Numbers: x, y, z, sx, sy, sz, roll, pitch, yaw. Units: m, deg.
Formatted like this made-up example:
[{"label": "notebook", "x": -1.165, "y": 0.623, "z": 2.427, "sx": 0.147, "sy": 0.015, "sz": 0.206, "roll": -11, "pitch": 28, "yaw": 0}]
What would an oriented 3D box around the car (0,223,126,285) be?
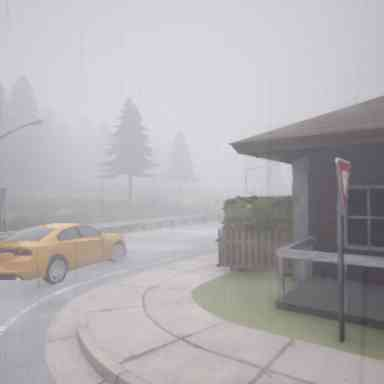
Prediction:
[{"label": "car", "x": -3.959, "y": 1.698, "z": 10.445, "sx": 1.882, "sy": 1.535, "sz": 5.008, "roll": -2, "pitch": -2, "yaw": 19}]
